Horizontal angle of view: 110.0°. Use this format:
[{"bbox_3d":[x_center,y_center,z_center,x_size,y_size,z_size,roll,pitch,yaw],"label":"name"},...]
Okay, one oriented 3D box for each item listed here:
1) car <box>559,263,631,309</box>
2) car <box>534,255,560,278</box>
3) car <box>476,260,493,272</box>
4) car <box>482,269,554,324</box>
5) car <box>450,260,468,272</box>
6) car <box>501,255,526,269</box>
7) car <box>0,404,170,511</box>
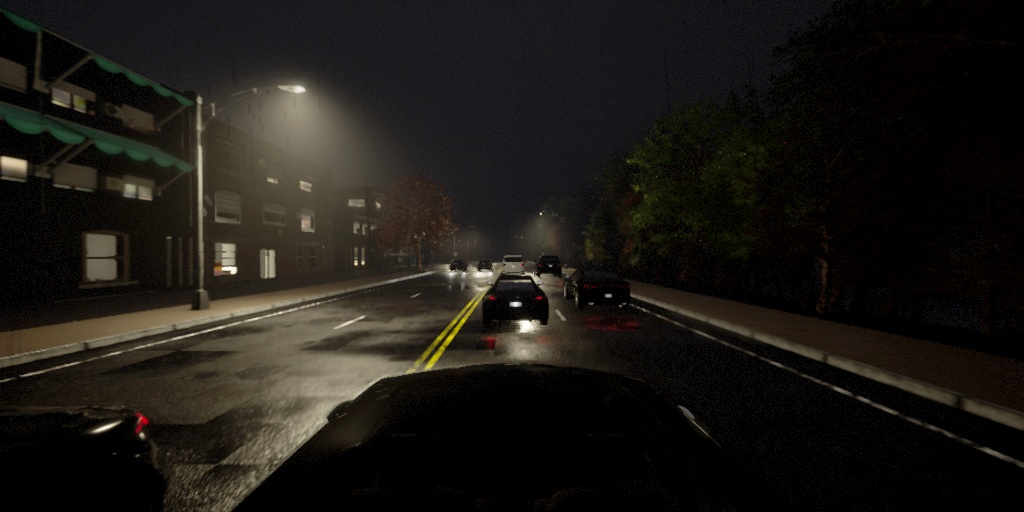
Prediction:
[{"bbox_3d":[3.353,1.226,14.922,1.882,1.535,5.008,0,0,0],"label":"car"},{"bbox_3d":[3.357,0.966,33.898,2.150,2.045,5.566,0,0,0],"label":"car"},{"bbox_3d":[-3.404,1.250,45.270,1.837,1.490,4.892,0,0,-1],"label":"car"},{"bbox_3d":[0.103,1.312,11.978,1.994,1.385,4.181,0,0,0],"label":"car"},{"bbox_3d":[-6.653,1.250,45.218,1.837,1.490,4.892,0,0,-1],"label":"car"},{"bbox_3d":[0.108,0.966,33.890,2.150,2.045,5.566,0,0,0],"label":"car"},{"bbox_3d":[-3.351,1.314,0.689,1.994,1.385,4.181,0,0,0],"label":"car"}]
